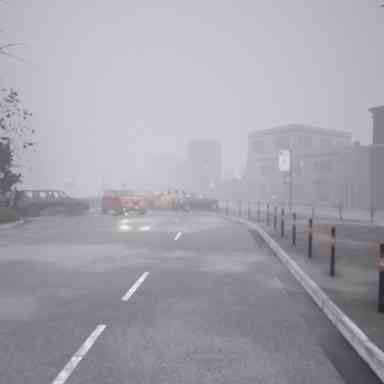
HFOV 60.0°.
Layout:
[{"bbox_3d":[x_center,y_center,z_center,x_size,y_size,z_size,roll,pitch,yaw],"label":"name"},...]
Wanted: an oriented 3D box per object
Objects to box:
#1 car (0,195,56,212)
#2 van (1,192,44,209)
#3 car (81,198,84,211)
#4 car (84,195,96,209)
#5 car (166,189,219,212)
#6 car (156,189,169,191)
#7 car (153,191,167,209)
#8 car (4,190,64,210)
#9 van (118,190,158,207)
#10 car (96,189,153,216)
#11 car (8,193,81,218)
[{"bbox_3d":[-17.447,1.133,35.146,5.366,1.575,1.946,-1,0,-34],"label":"car"},{"bbox_3d":[-20.277,0.972,39.823,4.442,1.987,1.878,-1,0,-34],"label":"van"},{"bbox_3d":[-15.729,1.259,41.992,2.033,1.411,5.357,-1,0,-34],"label":"car"},{"bbox_3d":[-12.994,1.117,43.603,2.128,1.511,4.902,0,-1,-40],"label":"car"},{"bbox_3d":[0.335,0.843,31.198,4.553,1.767,2.185,-1,0,-35],"label":"car"},{"bbox_3d":[-3.045,0.719,36.099,5.566,2.045,2.435,-1,0,-34],"label":"car"},{"bbox_3d":[-1.366,0.969,33.712,5.008,1.535,2.097,-1,0,-35],"label":"car"},{"bbox_3d":[-14.048,0.843,30.546,5.566,2.045,2.435,-1,0,-35],"label":"car"},{"bbox_3d":[-6.616,0.781,41.159,4.442,1.987,1.878,-1,0,-34],"label":"van"},{"bbox_3d":[-5.626,0.784,26.988,2.150,2.045,5.566,-1,0,-34],"label":"car"},{"bbox_3d":[-12.478,1.091,28.236,4.892,1.521,2.231,-1,0,-35],"label":"car"}]
